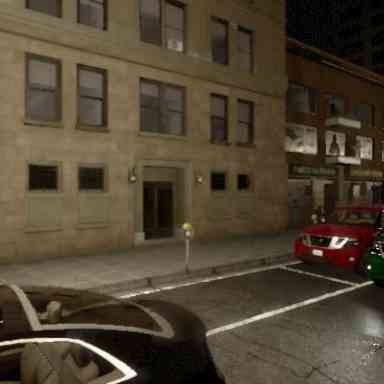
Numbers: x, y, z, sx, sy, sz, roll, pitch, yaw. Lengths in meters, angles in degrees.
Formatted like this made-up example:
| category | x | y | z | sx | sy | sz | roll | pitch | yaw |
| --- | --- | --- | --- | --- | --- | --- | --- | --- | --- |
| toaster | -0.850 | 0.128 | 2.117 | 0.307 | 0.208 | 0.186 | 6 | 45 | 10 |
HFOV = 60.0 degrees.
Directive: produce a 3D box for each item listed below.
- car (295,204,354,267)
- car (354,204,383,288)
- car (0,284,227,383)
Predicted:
| category | x | y | z | sx | sy | sz | roll | pitch | yaw |
| --- | --- | --- | --- | --- | --- | --- | --- | --- | --- |
| car | 5.429 | 1.310 | 10.404 | 5.009 | 1.841 | 2.192 | 0 | 0 | -35 |
| car | 6.490 | 1.217 | 7.987 | 5.566 | 2.045 | 2.150 | 0 | 0 | -35 |
| car | -2.005 | 1.506 | 1.936 | 4.892 | 1.490 | 1.837 | 0 | 0 | -35 |
